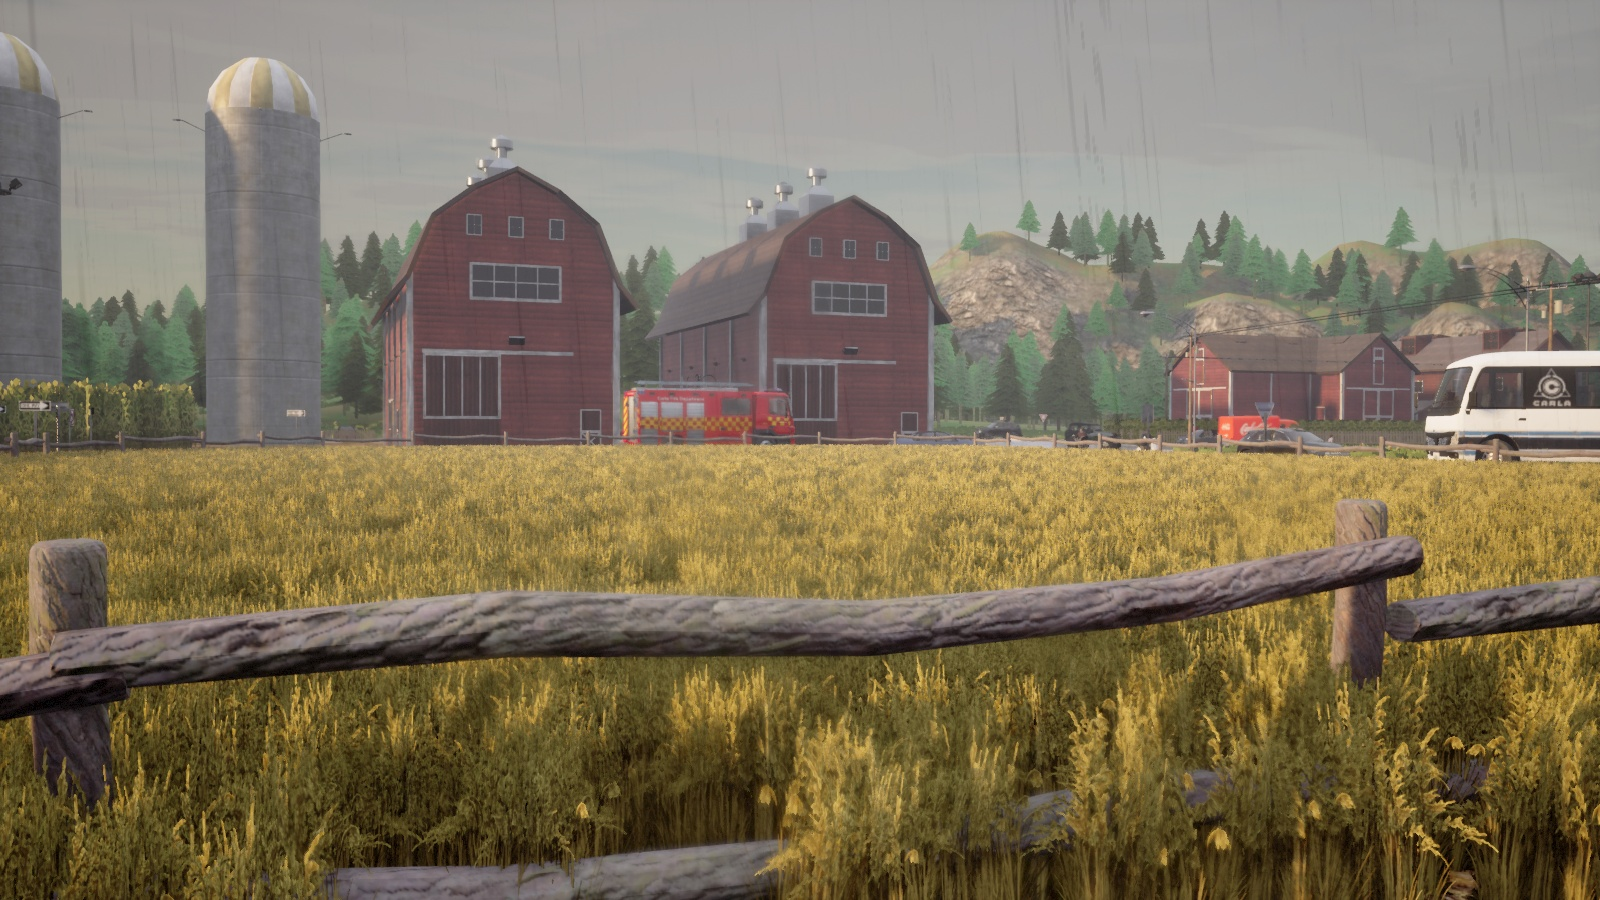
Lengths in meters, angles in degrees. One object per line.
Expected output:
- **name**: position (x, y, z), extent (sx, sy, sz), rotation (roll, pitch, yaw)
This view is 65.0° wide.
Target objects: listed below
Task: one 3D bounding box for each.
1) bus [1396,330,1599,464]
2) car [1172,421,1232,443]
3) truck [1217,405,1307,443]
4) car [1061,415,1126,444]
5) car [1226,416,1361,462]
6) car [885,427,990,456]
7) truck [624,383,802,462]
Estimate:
- **bus**: position (26.218, -1.773, 42.418), extent (10.273, 4.253, 3.944), rotation (-1, 1, 10)
- **car**: position (28.451, -1.306, 88.899), extent (3.633, 1.501, 1.845), rotation (-1, 1, -13)
- **truck**: position (31.821, -1.811, 86.603), extent (5.204, 2.467, 2.627), rotation (-2, 2, -7)
- **car**: position (20.069, -1.400, 86.018), extent (3.866, 1.878, 1.905), rotation (0, 2, 37)
- **car**: position (18.755, -0.439, 47.991), extent (2.033, 1.649, 4.856), rotation (-1, 1, -21)
- **car**: position (7.265, -0.477, 66.913), extent (5.357, 1.411, 2.033), rotation (-1, 1, 1)
- **truck**: position (-4.392, -1.421, 63.686), extent (8.468, 3.827, 2.891), rotation (-1, 1, -24)
